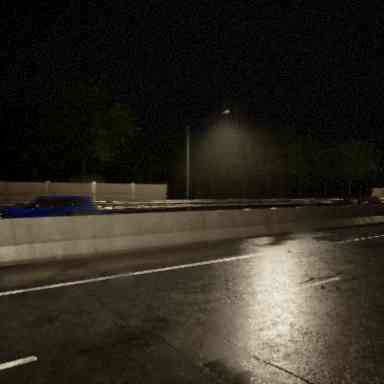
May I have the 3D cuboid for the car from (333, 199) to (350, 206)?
[{"bbox_3d":[23.212,1.732,50.482,4.181,1.385,1.994,0,0,-35],"label":"car"}]

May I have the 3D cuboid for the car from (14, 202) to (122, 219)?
[{"bbox_3d":[-5.998,1.490,16.909,5.008,1.535,1.882,0,0,-35],"label":"car"}]

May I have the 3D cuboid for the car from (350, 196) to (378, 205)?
[{"bbox_3d":[25.250,1.405,47.679,4.553,1.767,2.097,0,0,-36],"label":"car"}]

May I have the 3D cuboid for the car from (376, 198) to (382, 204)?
[{"bbox_3d":[27.233,1.797,44.794,4.718,1.301,1.895,0,0,-36],"label":"car"}]

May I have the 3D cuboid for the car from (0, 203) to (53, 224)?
[{"bbox_3d":[-12.866,1.574,24.903,4.181,1.385,1.994,0,0,-35],"label":"car"}]

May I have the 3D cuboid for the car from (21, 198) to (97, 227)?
[{"bbox_3d":[-9.217,1.367,23.207,4.553,1.767,2.097,0,0,-35],"label":"car"}]

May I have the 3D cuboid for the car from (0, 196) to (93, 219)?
[{"bbox_3d":[-8.413,1.232,19.486,5.566,2.045,2.150,0,0,-35],"label":"car"}]
